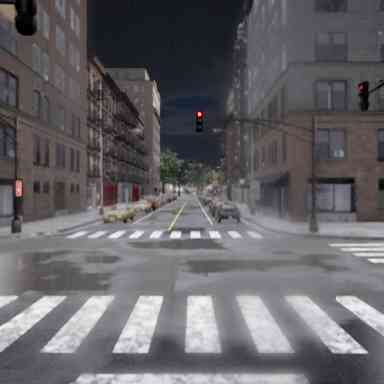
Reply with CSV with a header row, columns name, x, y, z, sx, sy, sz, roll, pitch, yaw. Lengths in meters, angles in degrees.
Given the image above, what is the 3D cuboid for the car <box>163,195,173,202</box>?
name,x,y,z,sx,sy,sz,roll,pitch,yaw
car,-5.346,1.489,74.225,1.752,1.417,4.829,0,0,0

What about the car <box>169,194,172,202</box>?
name,x,y,z,sx,sy,sz,roll,pitch,yaw
car,-5.358,1.534,63.431,1.947,1.339,4.313,0,0,0

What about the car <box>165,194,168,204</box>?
name,x,y,z,sx,sy,sz,roll,pitch,yaw
car,-5.369,1.413,52.467,1.967,1.590,4.097,0,0,0

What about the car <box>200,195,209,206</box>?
name,x,y,z,sx,sy,sz,roll,pitch,yaw
car,2.674,1.524,52.461,2.008,1.369,4.403,0,0,0

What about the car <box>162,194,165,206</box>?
name,x,y,z,sx,sy,sz,roll,pitch,yaw
car,-5.375,1.415,46.985,1.967,1.590,4.097,0,0,0

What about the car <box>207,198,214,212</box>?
name,x,y,z,sx,sy,sz,roll,pitch,yaw
car,2.658,1.528,30.533,1.887,1.381,4.507,0,0,0

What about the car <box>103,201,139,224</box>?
name,x,y,z,sx,sy,sz,roll,pitch,yaw
car,-5.399,1.511,24.887,1.752,1.417,4.829,0,0,0

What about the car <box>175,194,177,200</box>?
name,x,y,z,sx,sy,sz,roll,pitch,yaw
car,-5.340,1.543,79.877,1.802,1.307,4.206,0,0,0

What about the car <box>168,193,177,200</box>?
name,x,y,z,sx,sy,sz,roll,pitch,yaw
car,-5.328,1.273,90.842,2.192,1.841,5.009,0,0,0

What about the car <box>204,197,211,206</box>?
name,x,y,z,sx,sy,sz,roll,pitch,yaw
car,2.662,1.531,36.015,2.008,1.369,4.403,0,0,0

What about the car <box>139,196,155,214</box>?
name,x,y,z,sx,sy,sz,roll,pitch,yaw
car,-5.387,1.506,35.851,1.752,1.417,4.829,0,0,0

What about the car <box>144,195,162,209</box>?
name,x,y,z,sx,sy,sz,roll,pitch,yaw
car,-5.381,1.293,41.503,2.192,1.841,5.009,0,0,0

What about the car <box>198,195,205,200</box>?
name,x,y,z,sx,sy,sz,roll,pitch,yaw
car,2.701,1.540,90.835,1.802,1.307,4.206,0,0,0

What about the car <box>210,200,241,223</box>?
name,x,y,z,sx,sy,sz,roll,pitch,yaw
car,2.655,1.536,25.052,2.008,1.369,4.403,0,0,0

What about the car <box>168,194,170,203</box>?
name,x,y,z,sx,sy,sz,roll,pitch,yaw
car,-5.364,1.521,57.949,2.008,1.369,4.403,0,0,0

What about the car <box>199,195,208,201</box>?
name,x,y,z,sx,sy,sz,roll,pitch,yaw
car,2.693,1.506,79.871,1.887,1.381,4.507,0,0,0

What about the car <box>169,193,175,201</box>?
name,x,y,z,sx,sy,sz,roll,pitch,yaw
car,-5.352,1.281,68.913,2.192,1.841,5.009,0,0,0
